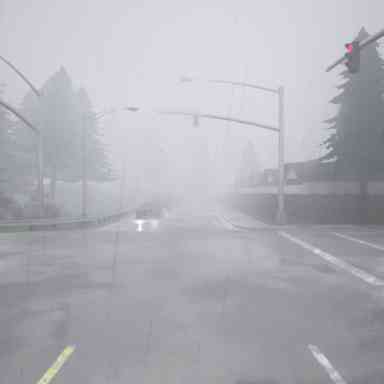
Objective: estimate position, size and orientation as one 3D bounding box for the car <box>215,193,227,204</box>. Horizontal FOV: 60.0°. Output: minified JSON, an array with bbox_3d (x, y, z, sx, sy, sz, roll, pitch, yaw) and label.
[{"bbox_3d":[6.910,1.204,60.950,5.566,2.045,2.150,0,0,-22],"label":"car"}]

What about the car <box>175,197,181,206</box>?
[{"bbox_3d":[-3.071,1.498,54.014,1.837,1.490,4.892,0,0,12],"label":"car"}]

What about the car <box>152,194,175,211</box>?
[{"bbox_3d":[-3.599,1.220,40.385,2.150,2.045,5.566,0,0,0],"label":"car"}]

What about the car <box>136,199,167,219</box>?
[{"bbox_3d":[-3.601,1.563,28.874,1.994,1.385,4.181,0,0,0],"label":"car"}]
